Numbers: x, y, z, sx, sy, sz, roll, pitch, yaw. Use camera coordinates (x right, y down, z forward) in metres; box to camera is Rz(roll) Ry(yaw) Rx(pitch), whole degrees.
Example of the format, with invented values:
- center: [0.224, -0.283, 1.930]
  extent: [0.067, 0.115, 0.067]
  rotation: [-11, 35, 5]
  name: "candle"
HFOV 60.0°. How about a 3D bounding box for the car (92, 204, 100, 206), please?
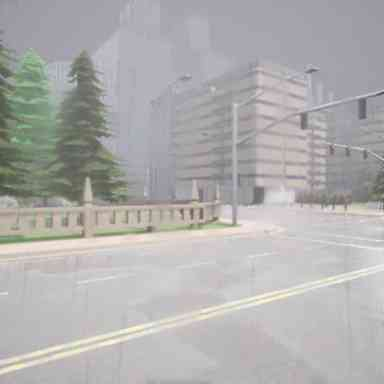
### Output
- center: [-16.232, 1.380, 59.137]
  extent: [2.150, 2.045, 5.566]
  rotation: [0, 0, -35]
  name: "car"
